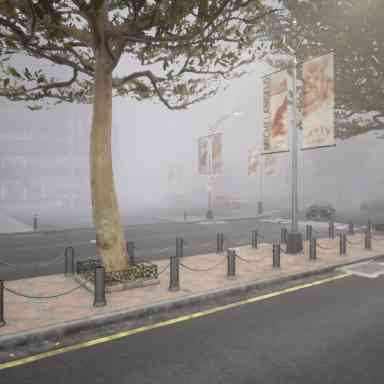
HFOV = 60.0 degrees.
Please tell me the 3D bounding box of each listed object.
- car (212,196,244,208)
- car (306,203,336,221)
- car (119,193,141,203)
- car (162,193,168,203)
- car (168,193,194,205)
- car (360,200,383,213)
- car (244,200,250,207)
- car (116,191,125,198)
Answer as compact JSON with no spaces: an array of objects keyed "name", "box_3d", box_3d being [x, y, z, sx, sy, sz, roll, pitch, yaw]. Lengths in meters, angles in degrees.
[{"name":"car","box_3d":[4.943,1.352,48.914,2.097,1.767,4.553,0,0,-35]},{"name":"car","box_3d":[10.877,1.601,27.813,1.895,1.301,4.718,0,0,28]},{"name":"car","box_3d":[-12.608,1.553,69.538,4.181,1.385,1.994,0,0,33]},{"name":"car","box_3d":[-3.815,1.225,66.583,2.150,2.045,5.566,0,0,-42]},{"name":"car","box_3d":[-1.702,1.352,58.110,2.097,1.767,4.553,0,0,-37]},{"name":"car","box_3d":[19.740,1.526,34.130,1.812,1.442,4.674,0,0,-36]},{"name":"car","box_3d":[7.006,1.526,52.058,1.812,1.442,4.674,0,0,-36]},{"name":"car","box_3d":[-16.224,0.840,75.419,5.566,2.045,2.150,0,0,23]}]
